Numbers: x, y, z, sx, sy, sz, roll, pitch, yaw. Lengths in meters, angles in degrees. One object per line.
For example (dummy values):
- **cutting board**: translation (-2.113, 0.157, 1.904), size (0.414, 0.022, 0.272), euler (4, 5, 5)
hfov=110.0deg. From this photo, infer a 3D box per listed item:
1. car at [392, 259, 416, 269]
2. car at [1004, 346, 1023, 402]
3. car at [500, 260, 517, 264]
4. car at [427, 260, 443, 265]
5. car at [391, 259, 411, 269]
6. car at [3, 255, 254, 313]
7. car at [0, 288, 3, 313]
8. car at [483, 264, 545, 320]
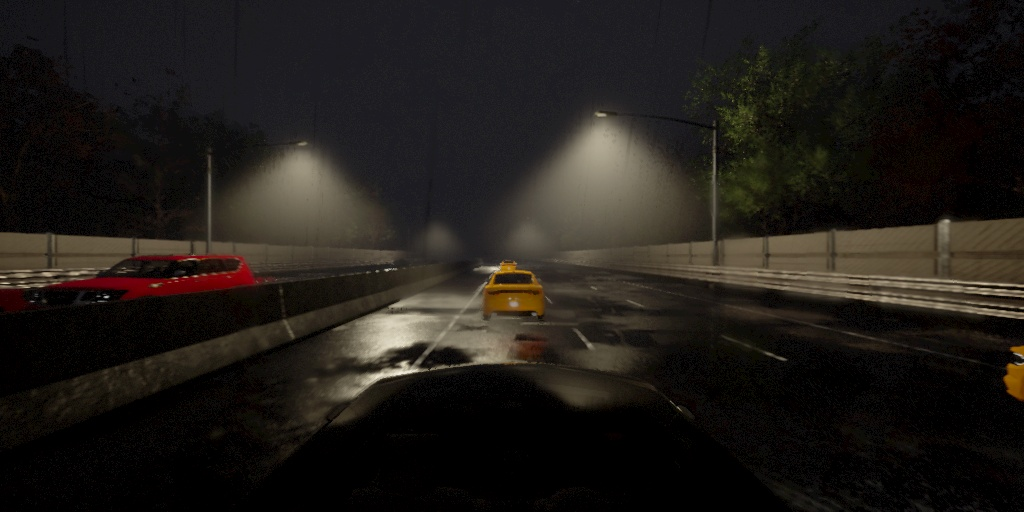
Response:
- **car**: translation (-14.763, 1.326, 49.913), size (1.994, 1.385, 4.181), euler (0, 0, -1)
- **car**: translation (7.094, 1.226, 2.326), size (1.882, 1.535, 5.008), euler (0, 0, 0)
- **car**: translation (-0.420, 1.241, 43.516), size (1.882, 1.535, 5.008), euler (0, 0, -1)
- **car**: translation (-11.342, 1.311, 53.381), size (2.033, 1.411, 5.357), euler (0, 0, -1)
- **car**: translation (-18.527, 1.267, 59.965), size (1.837, 1.490, 4.892), euler (0, 0, -1)
- **car**: translation (-10.636, 0.976, 11.067), size (2.150, 2.045, 5.566), euler (0, 0, 0)
- **car**: translation (-14.120, 1.232, 7.556), size (1.882, 1.535, 5.008), euler (0, 0, 0)
- **car**: translation (0.052, 1.231, 12.680), size (1.882, 1.535, 5.008), euler (0, 0, 0)
